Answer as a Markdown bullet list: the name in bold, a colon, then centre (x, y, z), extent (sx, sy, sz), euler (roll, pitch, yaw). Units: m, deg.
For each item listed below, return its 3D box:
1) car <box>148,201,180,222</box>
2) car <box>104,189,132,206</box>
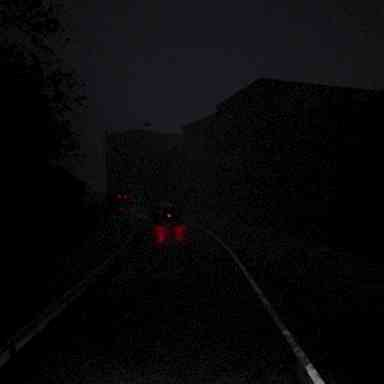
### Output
- **car**: centre (-2.128, 1.370, 24.897), extent (1.812, 1.442, 4.674), euler (0, 1, -14)
- **car**: centre (-9.306, 0.617, 41.614), extent (2.150, 2.045, 5.566), euler (0, 2, -31)
